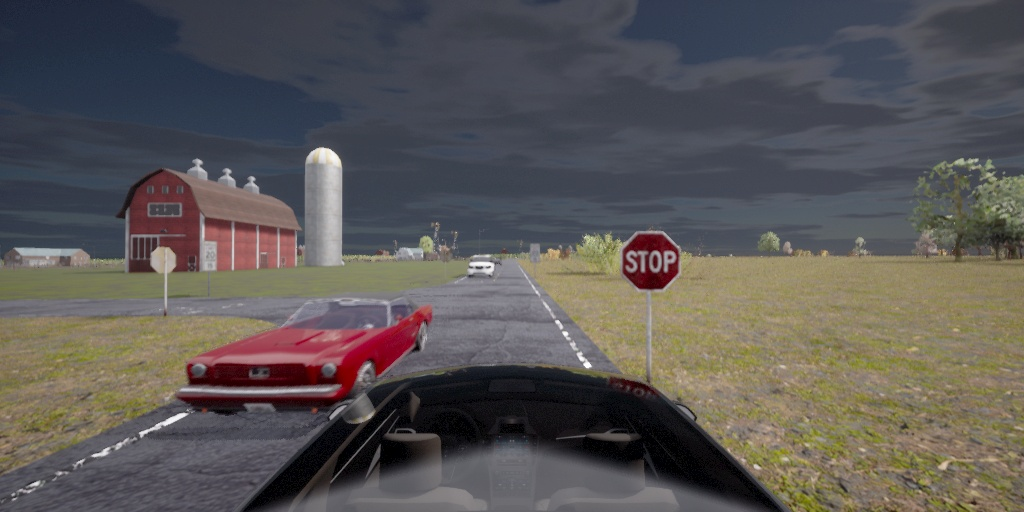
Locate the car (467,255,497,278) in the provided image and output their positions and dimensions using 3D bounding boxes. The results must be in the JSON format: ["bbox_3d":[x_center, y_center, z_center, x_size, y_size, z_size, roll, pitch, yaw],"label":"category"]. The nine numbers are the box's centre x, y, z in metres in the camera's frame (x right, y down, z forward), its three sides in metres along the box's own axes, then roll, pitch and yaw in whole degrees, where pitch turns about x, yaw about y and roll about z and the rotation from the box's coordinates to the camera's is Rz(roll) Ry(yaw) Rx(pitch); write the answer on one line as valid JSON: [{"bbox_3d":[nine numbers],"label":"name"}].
[{"bbox_3d":[-2.794,0.942,33.285,2.150,2.045,5.566,0,0,0],"label":"car"}]

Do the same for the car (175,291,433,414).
[{"bbox_3d":[-2.755,1.341,6.113,1.895,1.301,4.718,0,0,0],"label":"car"}]
